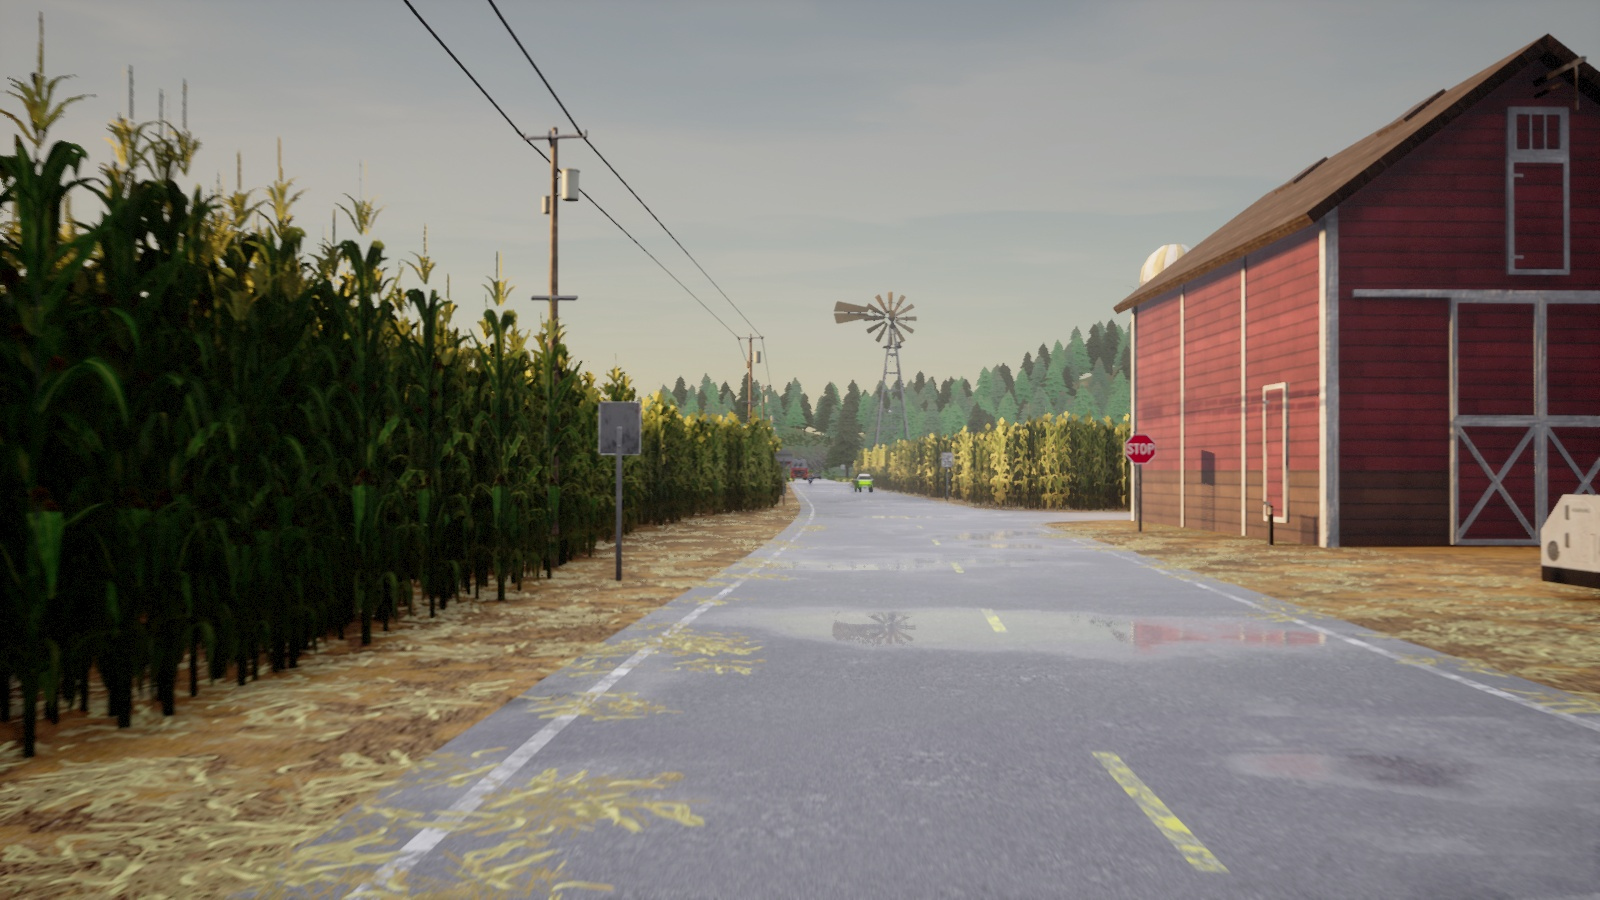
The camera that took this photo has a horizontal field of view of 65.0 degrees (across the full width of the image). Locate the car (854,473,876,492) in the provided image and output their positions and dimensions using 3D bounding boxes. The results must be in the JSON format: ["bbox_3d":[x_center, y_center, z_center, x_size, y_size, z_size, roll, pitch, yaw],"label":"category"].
[{"bbox_3d":[4.857,2.426,94.115,1.481,1.376,2.207,0,-1,-1],"label":"car"}]
